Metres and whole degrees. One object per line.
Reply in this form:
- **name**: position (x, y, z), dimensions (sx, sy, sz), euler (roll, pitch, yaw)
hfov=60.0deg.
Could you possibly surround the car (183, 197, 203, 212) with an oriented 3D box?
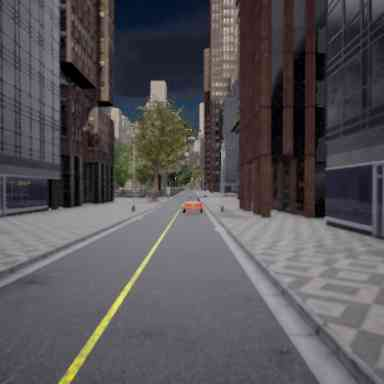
- **car**: position (0.105, 1.302, 37.399), dimensions (2.097, 1.767, 4.553), euler (0, 0, 0)
